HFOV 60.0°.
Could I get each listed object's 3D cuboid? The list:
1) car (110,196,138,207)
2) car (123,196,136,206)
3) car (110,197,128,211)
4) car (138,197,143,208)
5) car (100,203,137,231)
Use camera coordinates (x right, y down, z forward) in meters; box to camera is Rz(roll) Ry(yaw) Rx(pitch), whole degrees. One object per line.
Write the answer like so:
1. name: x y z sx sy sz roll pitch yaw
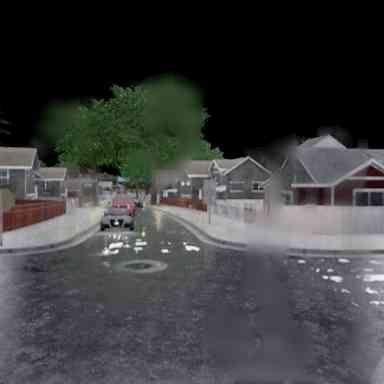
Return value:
1. car: -6.738 1.369 32.567 2.150 2.045 5.566 0 0 -12
2. car: -11.549 1.602 61.025 2.097 1.767 4.553 0 0 -14
3. car: -9.901 1.553 45.083 2.097 1.767 4.553 0 0 -16
4. car: -8.842 1.560 51.431 2.097 1.767 4.553 0 0 -16
5. car: -4.717 1.661 21.350 1.994 1.385 4.181 0 0 -10
